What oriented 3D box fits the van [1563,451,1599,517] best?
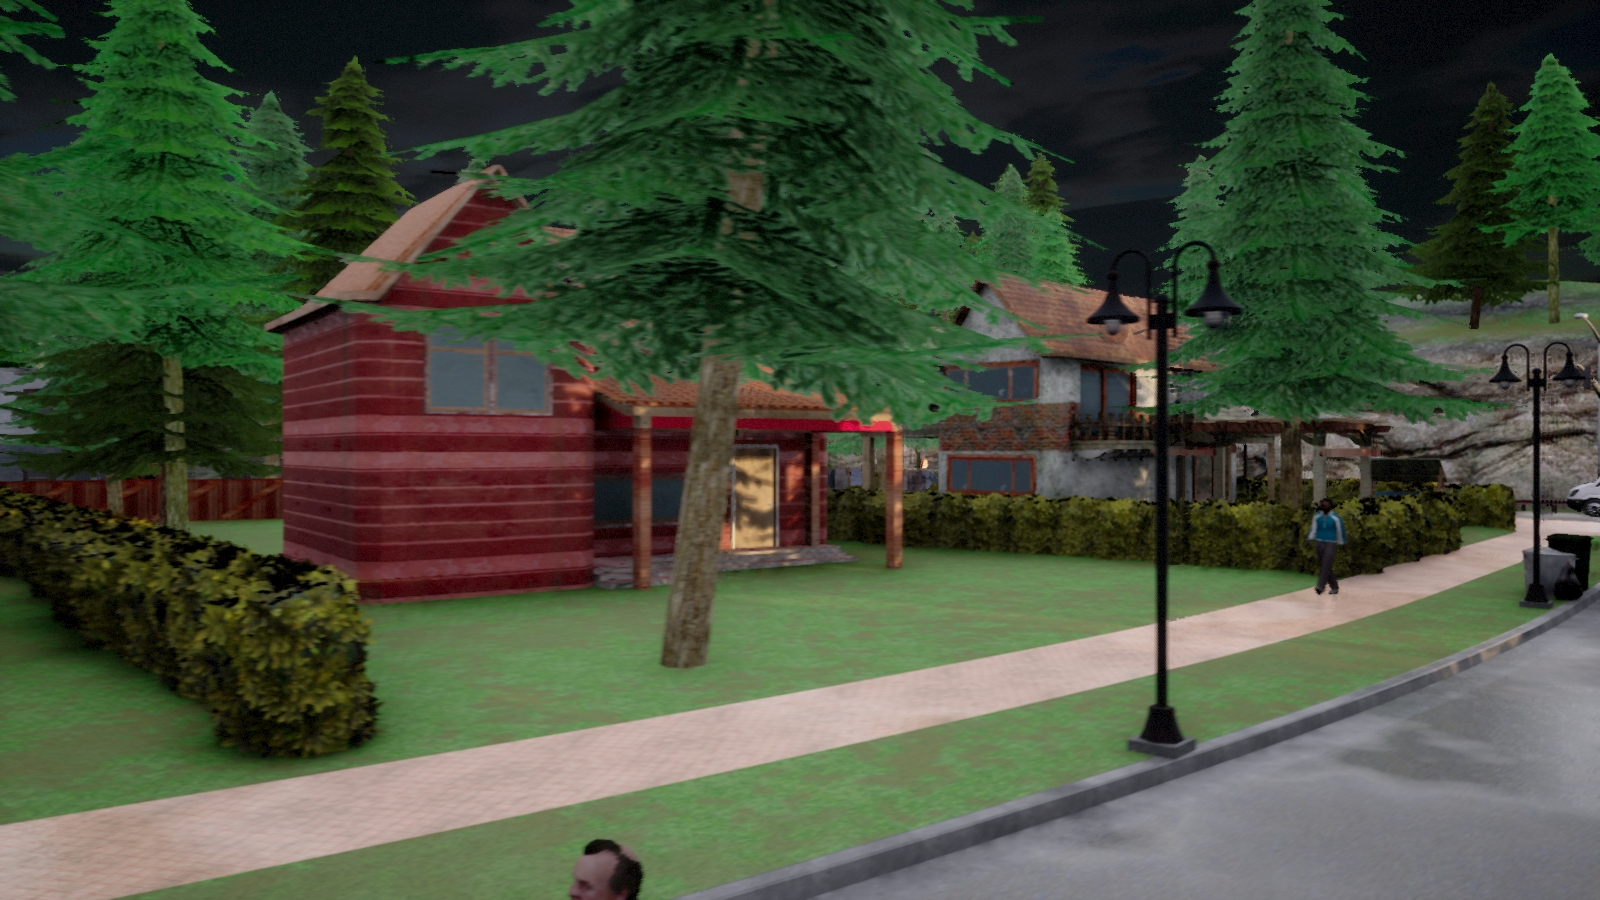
[{"bbox_3d":[33.336,1.352,44.368,5.915,2.561,1.988,0,1,42],"label":"van"}]

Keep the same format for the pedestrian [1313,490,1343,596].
[{"bbox_3d":[9.519,1.666,20.597,0.375,1.860,0.375,0,0,-41],"label":"pedestrian"}]

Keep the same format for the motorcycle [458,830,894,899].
[{"bbox_3d":[-0.669,2.100,3.419,1.805,1.334,0.856,0,0,-37],"label":"motorcycle"}]
